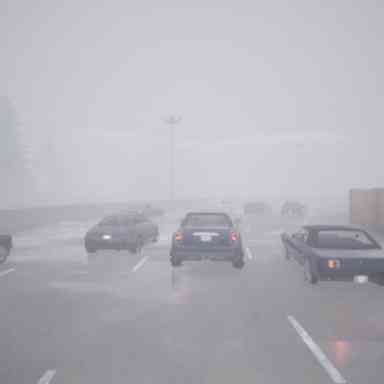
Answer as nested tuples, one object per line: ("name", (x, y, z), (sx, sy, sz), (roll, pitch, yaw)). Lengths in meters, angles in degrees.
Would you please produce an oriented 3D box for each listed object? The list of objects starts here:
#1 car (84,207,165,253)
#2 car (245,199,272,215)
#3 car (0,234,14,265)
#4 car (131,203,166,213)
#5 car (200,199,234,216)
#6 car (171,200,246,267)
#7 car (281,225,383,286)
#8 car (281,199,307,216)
("car", (-2.681, 1.543, 13.612), (1.994, 1.385, 4.181), (0, 0, 8))
("car", (6.594, 1.420, 32.913), (1.882, 1.535, 5.008), (-1, 0, 26))
("car", (-6.788, 1.590, 8.697), (1.895, 1.301, 4.718), (0, 0, 2))
("car", (-3.724, 1.559, 26.771), (1.895, 1.301, 4.718), (0, 0, 18))
("car", (2.534, 1.471, 32.440), (1.812, 1.442, 4.674), (0, 0, 25))
("car", (0.632, 1.333, 11.523), (2.097, 1.767, 4.553), (0, 0, 6))
("car", (3.820, 1.583, 9.378), (1.895, 1.301, 4.718), (0, 0, 4))
("car", (9.662, 1.449, 31.329), (1.837, 1.490, 4.892), (-2, -1, 26))
